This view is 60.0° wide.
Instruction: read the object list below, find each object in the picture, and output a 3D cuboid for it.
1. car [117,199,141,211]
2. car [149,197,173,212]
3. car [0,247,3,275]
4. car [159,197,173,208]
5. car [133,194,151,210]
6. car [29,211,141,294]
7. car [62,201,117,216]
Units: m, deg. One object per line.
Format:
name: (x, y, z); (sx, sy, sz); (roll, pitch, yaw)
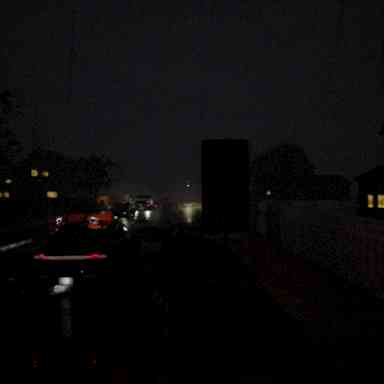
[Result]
car: (-5.988, 1.577, 28.519); (2.033, 1.411, 5.357); (0, 0, -1)
car: (-3.450, 1.574, 39.132); (2.033, 1.411, 5.357); (0, 0, -1)
car: (-5.414, 1.511, 5.908); (1.837, 1.490, 4.892); (0, 0, 1)
car: (-3.838, 1.516, 49.646); (1.882, 1.535, 5.008); (0, 0, -2)
car: (-6.403, 1.251, 43.689); (2.150, 2.045, 5.566); (0, 0, -2)
car: (-2.491, 1.486, 8.771); (2.128, 1.511, 4.902); (0, 0, -2)
car: (-5.643, 1.370, 17.823); (2.097, 1.767, 4.553); (0, 0, -2)
